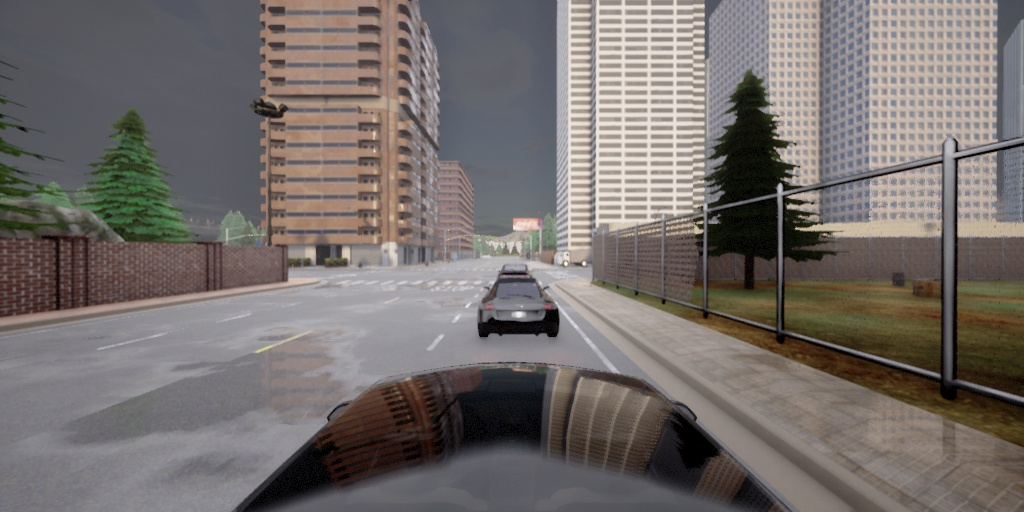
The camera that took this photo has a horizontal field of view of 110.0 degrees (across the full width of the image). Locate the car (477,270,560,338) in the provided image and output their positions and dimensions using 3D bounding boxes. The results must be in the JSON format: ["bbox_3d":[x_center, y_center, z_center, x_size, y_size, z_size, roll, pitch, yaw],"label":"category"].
[{"bbox_3d":[0.134,1.272,10.021,1.994,1.385,4.181,0,0,-1],"label":"car"}]

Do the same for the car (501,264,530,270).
[{"bbox_3d":[0.192,1.153,19.248,2.128,1.511,4.902,0,0,1],"label":"car"}]
